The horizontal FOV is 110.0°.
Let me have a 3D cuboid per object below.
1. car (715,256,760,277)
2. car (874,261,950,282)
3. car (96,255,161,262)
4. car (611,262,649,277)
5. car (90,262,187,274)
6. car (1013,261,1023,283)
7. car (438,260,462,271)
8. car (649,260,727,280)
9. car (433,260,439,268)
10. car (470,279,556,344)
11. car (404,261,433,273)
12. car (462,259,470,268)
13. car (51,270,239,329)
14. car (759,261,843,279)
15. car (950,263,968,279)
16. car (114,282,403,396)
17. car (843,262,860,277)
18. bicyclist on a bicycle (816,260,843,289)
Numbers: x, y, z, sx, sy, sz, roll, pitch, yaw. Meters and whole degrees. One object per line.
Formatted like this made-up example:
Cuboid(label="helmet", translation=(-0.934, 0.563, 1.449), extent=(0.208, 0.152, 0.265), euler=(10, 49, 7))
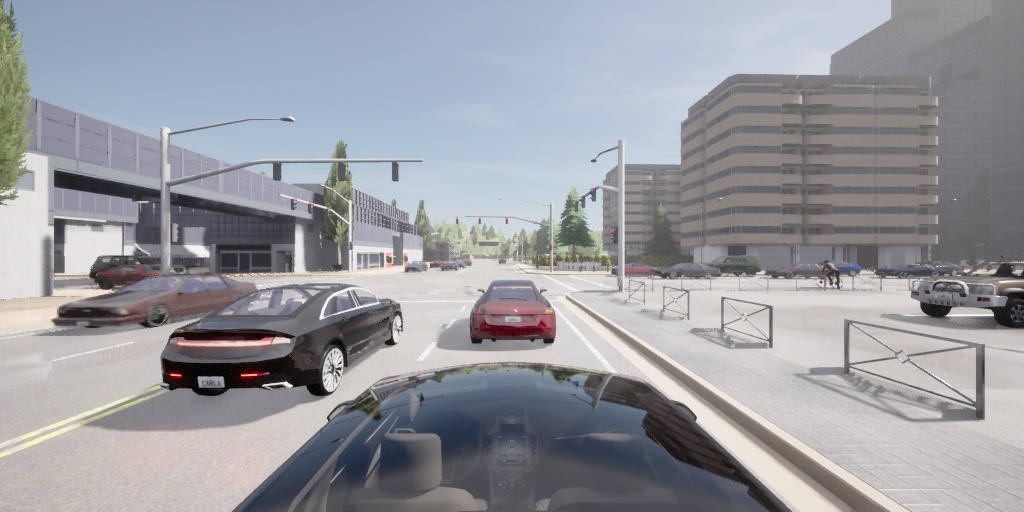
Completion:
Cuboid(label="car", translation=(21.085, 0.971, 34.857), extent=(5.566, 2.045, 2.150), euler=(0, 0, -2))
Cuboid(label="car", translation=(35.165, 1.351, 31.761), extent=(4.718, 1.301, 1.895), euler=(0, 0, -2))
Cuboid(label="car", translation=(-26.447, 0.971, 25.579), extent=(5.566, 2.045, 2.150), euler=(0, 0, -1))
Cuboid(label="car", translation=(11.742, 1.314, 34.576), extent=(4.181, 1.385, 1.994), euler=(0, 0, -2))
Cuboid(label="car", translation=(-22.890, 1.276, 22.183), extent=(4.674, 1.442, 1.812), euler=(0, 0, 0))
Cuboid(label="car", translation=(43.298, 1.314, 28.363), extent=(4.181, 1.385, 1.994), euler=(0, 0, -1))
Cuboid(label="car", translation=(-8.369, 1.314, 48.935), extent=(1.994, 1.385, 4.181), euler=(0, 0, -2))
Cuboid(label="car", translation=(15.232, 1.297, 31.179), extent=(5.357, 1.411, 2.033), euler=(0, 0, -2))
Cuboid(label="car", translation=(-12.107, 1.351, 57.956), extent=(1.895, 1.301, 4.718), euler=(0, 0, -1))
Cuboid(label="car", translation=(0.010, 1.314, 9.623), extent=(1.994, 1.385, 4.181), euler=(0, 0, 0))
Cuboid(label="car", translation=(-11.770, 1.297, 44.479), extent=(2.033, 1.411, 5.357), euler=(0, 0, -1))
Cuboid(label="car", translation=(-8.633, 1.297, 59.232), extent=(2.033, 1.411, 5.357), euler=(0, 0, -1))
Cuboid(label="car", translation=(-10.694, 1.297, 11.565), extent=(2.033, 1.411, 5.357), euler=(0, 0, -1))
Cuboid(label="car", translation=(25.302, 1.297, 31.479), extent=(5.357, 1.411, 2.033), euler=(0, 0, -2))
Cuboid(label="car", translation=(41.227, 1.255, 35.414), extent=(4.892, 1.490, 1.837), euler=(0, 0, -1))
Cuboid(label="car", translation=(-3.475, 1.242, 6.564), extent=(2.128, 1.511, 4.902), euler=(0, 0, 0))
Cuboid(label="car", translation=(31.111, 1.228, 35.150), extent=(5.008, 1.535, 1.882), euler=(0, 0, -2))
Cuboid(label="bicyclist on a bicycle", translation=(17.925, 1.052, 20.271), extent=(0.582, 1.620, 1.656), euler=(0, 0, -2))
